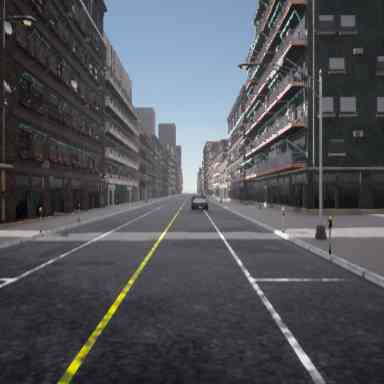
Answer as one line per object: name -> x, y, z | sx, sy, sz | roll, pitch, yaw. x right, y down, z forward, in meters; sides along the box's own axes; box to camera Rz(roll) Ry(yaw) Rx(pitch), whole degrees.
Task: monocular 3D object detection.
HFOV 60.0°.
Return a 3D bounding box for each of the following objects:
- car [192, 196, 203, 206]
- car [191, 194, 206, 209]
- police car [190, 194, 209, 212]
car -> 0.900, 1.473, 54.875 | 1.801, 1.575, 5.366 | 0, 0, 0
car -> 0.895, 1.288, 48.714 | 2.150, 2.045, 5.566 | 0, 0, 0
police car -> 0.899, 1.427, 38.796 | 1.930, 1.638, 5.238 | 0, 0, 0
